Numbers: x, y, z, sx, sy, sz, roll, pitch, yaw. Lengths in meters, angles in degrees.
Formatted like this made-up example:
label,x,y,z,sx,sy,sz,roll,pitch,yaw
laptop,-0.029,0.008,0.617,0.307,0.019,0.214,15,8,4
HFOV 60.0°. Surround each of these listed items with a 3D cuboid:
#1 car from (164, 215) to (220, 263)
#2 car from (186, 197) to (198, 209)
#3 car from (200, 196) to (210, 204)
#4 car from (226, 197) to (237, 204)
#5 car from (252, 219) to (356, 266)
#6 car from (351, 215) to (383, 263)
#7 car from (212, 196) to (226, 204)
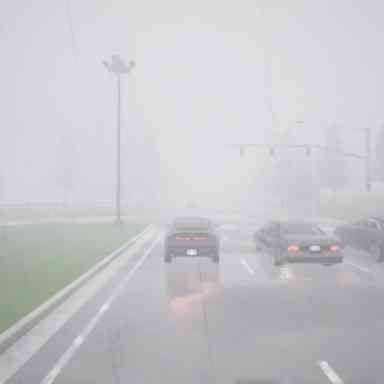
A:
label,x,y,z,sx,sy,sz,roll,pitch,yaw
car,0.008,1.636,12.543,1.837,1.490,4.892,0,-1,0
car,-0.012,2.066,56.044,1.882,1.535,5.008,0,-1,0
car,3.482,2.260,87.051,2.097,1.767,4.553,0,-1,0
car,10.482,2.260,87.053,2.097,1.767,4.553,0,-1,0
car,3.502,1.674,11.981,2.033,1.411,5.357,0,-1,0
car,7.007,1.623,12.515,2.128,1.511,4.902,0,-1,0
car,6.982,2.425,86.663,2.128,1.511,4.902,0,-1,0
